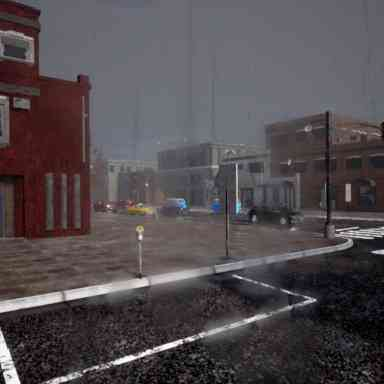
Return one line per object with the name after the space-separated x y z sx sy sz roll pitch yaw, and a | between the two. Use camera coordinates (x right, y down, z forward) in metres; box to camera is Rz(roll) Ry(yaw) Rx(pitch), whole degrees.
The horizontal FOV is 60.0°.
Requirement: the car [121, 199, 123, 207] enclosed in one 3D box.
-13.547 2.273 54.147 1.837 1.490 4.892 -1 0 -36 | car

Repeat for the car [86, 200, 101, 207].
-22.640 2.594 76.246 1.802 1.307 4.206 -2 0 -36 | car

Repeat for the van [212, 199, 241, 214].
4.040 1.707 39.672 1.690 1.788 3.998 -2 0 -36 | van

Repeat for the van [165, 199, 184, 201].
-2.631 1.868 48.814 1.690 1.788 3.998 -2 0 -36 | van

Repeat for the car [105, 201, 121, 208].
-15.968 2.432 67.102 1.802 1.307 4.206 -2 0 -36 | car

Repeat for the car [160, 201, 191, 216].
-1.903 2.014 38.026 1.994 1.385 4.181 -1 0 -36 | car

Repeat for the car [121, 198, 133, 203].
-12.640 2.084 62.530 2.192 1.841 5.009 -2 0 -36 | car

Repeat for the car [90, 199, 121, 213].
-12.735 2.000 48.501 2.192 1.841 5.009 -2 0 -36 | car

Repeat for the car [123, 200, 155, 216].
-5.958 2.047 39.221 1.752 1.417 4.829 -2 0 -36 | car

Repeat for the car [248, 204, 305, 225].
6.611 1.746 26.348 1.837 1.490 4.892 -1 0 -36 | car
